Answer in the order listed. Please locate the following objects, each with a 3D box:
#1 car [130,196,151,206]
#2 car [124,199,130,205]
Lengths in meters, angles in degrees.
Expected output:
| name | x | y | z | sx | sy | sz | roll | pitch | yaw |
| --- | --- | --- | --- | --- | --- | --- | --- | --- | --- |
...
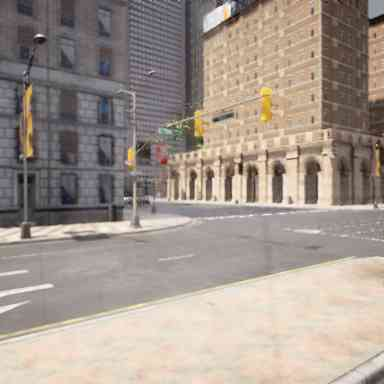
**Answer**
| name | x | y | z | sx | sy | sz | roll | pitch | yaw |
| --- | --- | --- | --- | --- | --- | --- | --- | --- | --- |
| car | -8.439 | 1.396 | 52.435 | 2.033 | 1.411 | 5.357 | 0 | 0 | -35 |
| car | -11.731 | 1.397 | 51.034 | 1.812 | 1.442 | 4.674 | 0 | 0 | -35 |
